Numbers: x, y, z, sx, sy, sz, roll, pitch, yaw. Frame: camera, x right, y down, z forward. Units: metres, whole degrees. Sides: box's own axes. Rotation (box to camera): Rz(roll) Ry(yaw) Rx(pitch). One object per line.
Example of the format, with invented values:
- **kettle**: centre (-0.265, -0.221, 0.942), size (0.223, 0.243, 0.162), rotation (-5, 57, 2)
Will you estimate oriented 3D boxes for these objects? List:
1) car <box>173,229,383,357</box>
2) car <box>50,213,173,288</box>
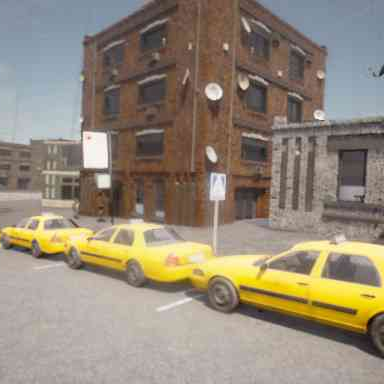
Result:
- **car**: centre (2.312, 1.532, 5.956), size (5.366, 1.575, 1.946), rotation (0, -1, 42)
- **car**: centre (-1.818, 1.563, 9.626), size (5.366, 1.575, 1.946), rotation (0, -1, 42)
